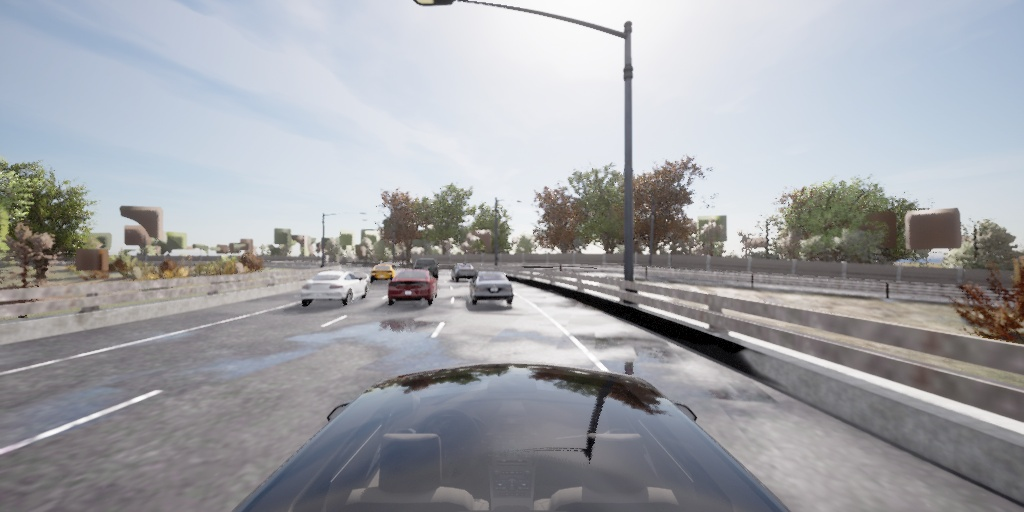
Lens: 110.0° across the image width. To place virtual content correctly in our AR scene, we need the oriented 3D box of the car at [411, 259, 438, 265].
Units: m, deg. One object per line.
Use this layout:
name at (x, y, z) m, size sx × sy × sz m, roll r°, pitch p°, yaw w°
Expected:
car at (-7.798, 1.250, 32.072) m, size 2.150 × 2.045 × 5.566 m, roll 0°, pitch 0°, yaw -16°

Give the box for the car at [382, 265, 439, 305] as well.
car at (-4.612, 1.372, 17.138) m, size 1.882 × 1.535 × 5.008 m, roll 0°, pitch 0°, yaw -8°

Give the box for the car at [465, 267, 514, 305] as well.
car at (-1.065, 1.440, 17.125) m, size 2.033 × 1.411 × 5.357 m, roll 0°, pitch -1°, yaw -8°

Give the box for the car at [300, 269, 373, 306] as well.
car at (-8.062, 1.416, 16.562) m, size 1.812 × 1.442 × 4.674 m, roll 0°, pitch 0°, yaw -8°

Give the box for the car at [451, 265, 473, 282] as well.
car at (-4.516, 1.536, 33.296) m, size 2.128 × 1.511 × 4.902 m, roll 0°, pitch 0°, yaw -16°

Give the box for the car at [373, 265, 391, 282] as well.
car at (-11.299, 1.507, 31.542) m, size 1.882 × 1.535 × 5.008 m, roll 0°, pitch 0°, yaw -16°
